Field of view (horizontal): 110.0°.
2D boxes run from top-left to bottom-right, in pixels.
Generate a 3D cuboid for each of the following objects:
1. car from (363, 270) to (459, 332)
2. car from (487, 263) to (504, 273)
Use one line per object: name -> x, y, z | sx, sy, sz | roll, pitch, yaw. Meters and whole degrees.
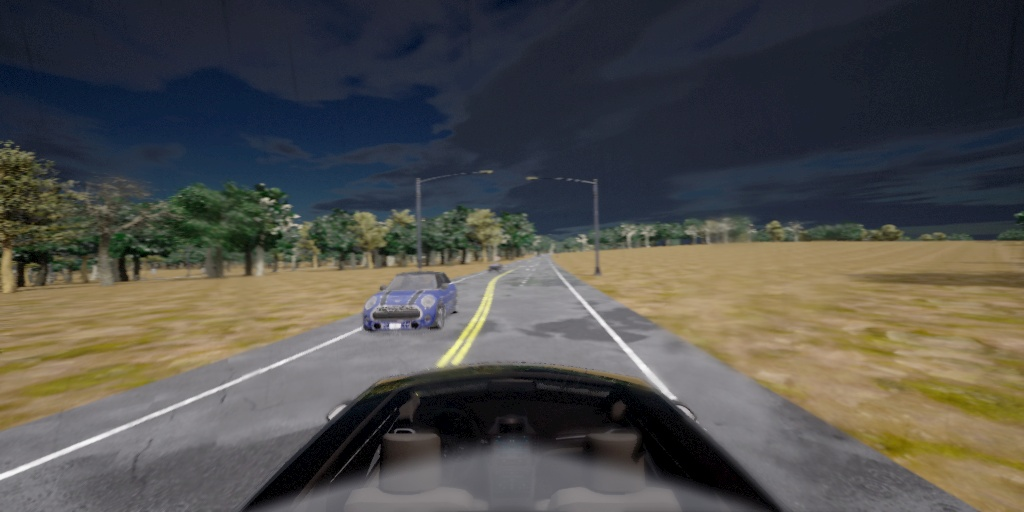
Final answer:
car -> -3.080, 1.289, 11.762 | 2.097, 1.767, 4.553 | -1, -1, 1
car -> -2.357, 1.729, 52.639 | 2.033, 1.411, 5.357 | -1, 0, 6
